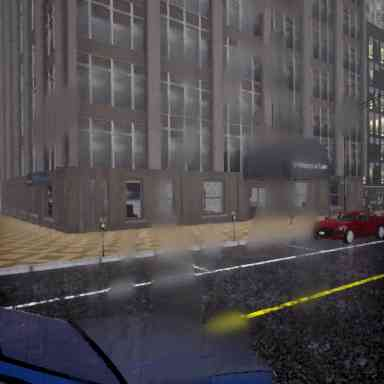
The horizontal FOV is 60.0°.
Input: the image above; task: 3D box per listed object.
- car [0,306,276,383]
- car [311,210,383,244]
[{"bbox_3d":[-1.813,1.547,2.023,5.357,1.411,2.033,0,0,-35],"label":"car"},{"bbox_3d":[7.474,1.542,15.764,4.507,1.381,1.887,0,-1,-35],"label":"car"}]
